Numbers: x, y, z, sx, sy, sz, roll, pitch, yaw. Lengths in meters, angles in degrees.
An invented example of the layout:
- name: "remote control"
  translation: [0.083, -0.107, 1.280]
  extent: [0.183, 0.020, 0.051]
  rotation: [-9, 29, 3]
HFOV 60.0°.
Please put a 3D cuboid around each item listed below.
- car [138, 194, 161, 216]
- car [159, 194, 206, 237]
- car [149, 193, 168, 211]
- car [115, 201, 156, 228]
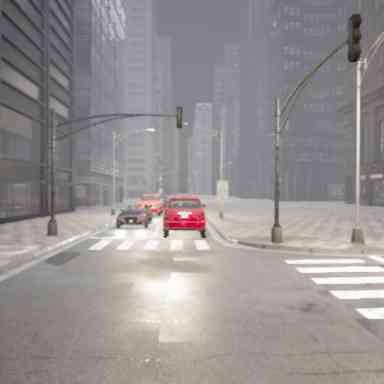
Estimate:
- name: "car"
  translation: [-3.972, 1.223, 32.312]
  extent: [2.150, 2.045, 5.566]
  rotation: [0, 0, -2]
- name: "car"
  translation: [-0.414, 1.236, 18.296]
  extent: [2.150, 2.045, 5.566]
  rotation: [0, 0, -1]
- name: "car"
  translation: [-4.243, 1.232, 43.048]
  extent: [2.150, 2.045, 5.566]
  rotation: [0, 0, -2]
- name: "car"
  translation: [-3.707, 1.557, 21.942]
  extent: [1.994, 1.385, 4.181]
  rotation: [0, 0, -1]
